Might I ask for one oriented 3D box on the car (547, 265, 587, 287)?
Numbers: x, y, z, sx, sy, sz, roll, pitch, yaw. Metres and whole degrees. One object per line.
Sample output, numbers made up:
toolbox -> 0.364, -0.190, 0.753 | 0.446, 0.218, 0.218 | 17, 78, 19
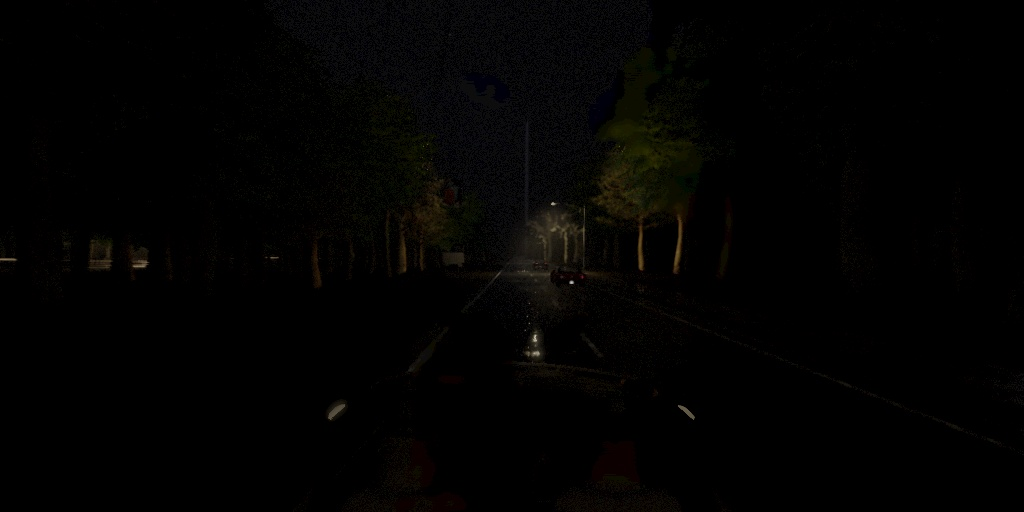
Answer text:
car -> 3.778, 1.361, 24.725 | 1.895, 1.301, 4.718 | 0, 0, 0

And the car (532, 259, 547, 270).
car -> 4.001, 1.239, 51.177 | 2.128, 1.511, 4.902 | 0, 0, 0
